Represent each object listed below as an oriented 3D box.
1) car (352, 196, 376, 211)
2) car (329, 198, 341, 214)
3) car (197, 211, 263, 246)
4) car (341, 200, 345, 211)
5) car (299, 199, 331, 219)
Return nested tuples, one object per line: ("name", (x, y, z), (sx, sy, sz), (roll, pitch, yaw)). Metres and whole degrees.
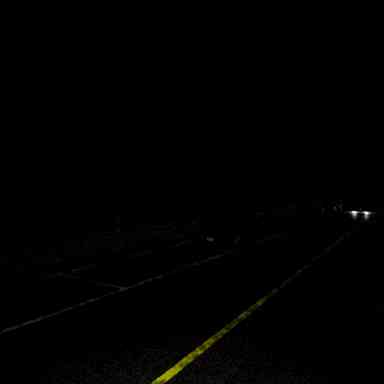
("car", (20.815, 1.549, 40.559), (2.033, 1.411, 5.357), (0, 0, 32))
("car", (13.638, 1.568, 34.135), (1.947, 1.339, 4.313), (0, 0, 32))
("car", (1.897, 1.566, 15.411), (1.947, 1.339, 4.313), (0, 0, 32))
("car", (16.573, 1.442, 38.816), (1.967, 1.590, 4.097), (0, 0, 32))
("car", (10.702, 1.583, 29.454), (1.802, 1.307, 4.206), (0, 0, 32))
